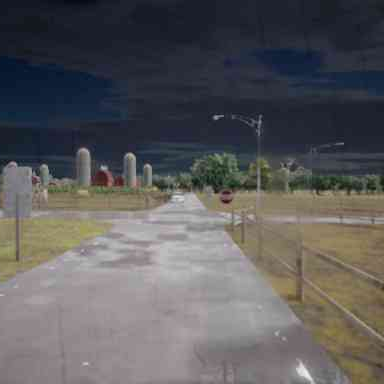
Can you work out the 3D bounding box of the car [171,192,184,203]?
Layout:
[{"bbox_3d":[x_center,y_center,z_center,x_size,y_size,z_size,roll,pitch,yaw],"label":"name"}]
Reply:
[{"bbox_3d":[-2.753,1.055,63.015,2.150,2.045,5.566,0,2,0],"label":"car"}]
